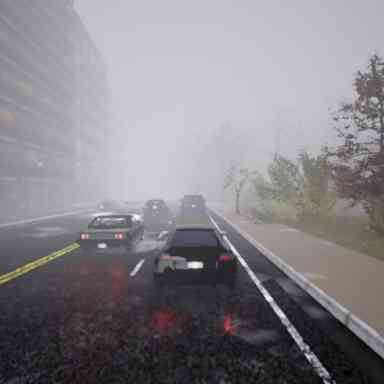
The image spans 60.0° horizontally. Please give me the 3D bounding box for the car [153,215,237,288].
[{"bbox_3d":[0.083,1.566,9.276,1.994,1.385,4.181,0,0,0],"label":"car"}]

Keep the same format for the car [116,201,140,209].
[{"bbox_3d":[-6.608,1.616,36.402,1.895,1.301,4.718,0,0,0],"label":"car"}]

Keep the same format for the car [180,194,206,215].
[{"bbox_3d":[0.109,1.233,29.734,2.150,2.045,5.566,0,0,0],"label":"car"}]

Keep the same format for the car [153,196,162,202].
[{"bbox_3d":[-7.966,1.580,77.699,1.994,1.385,4.181,0,0,-3],"label":"car"}]

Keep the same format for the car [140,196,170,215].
[{"bbox_3d":[-3.145,1.364,30.417,2.097,1.767,4.553,0,0,0],"label":"car"}]

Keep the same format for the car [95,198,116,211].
[{"bbox_3d":[-9.877,1.509,38.842,2.128,1.511,4.902,0,0,-1],"label":"car"}]

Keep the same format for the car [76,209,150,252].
[{"bbox_3d":[-3.151,1.604,13.953,1.895,1.301,4.718,0,0,0],"label":"car"}]
